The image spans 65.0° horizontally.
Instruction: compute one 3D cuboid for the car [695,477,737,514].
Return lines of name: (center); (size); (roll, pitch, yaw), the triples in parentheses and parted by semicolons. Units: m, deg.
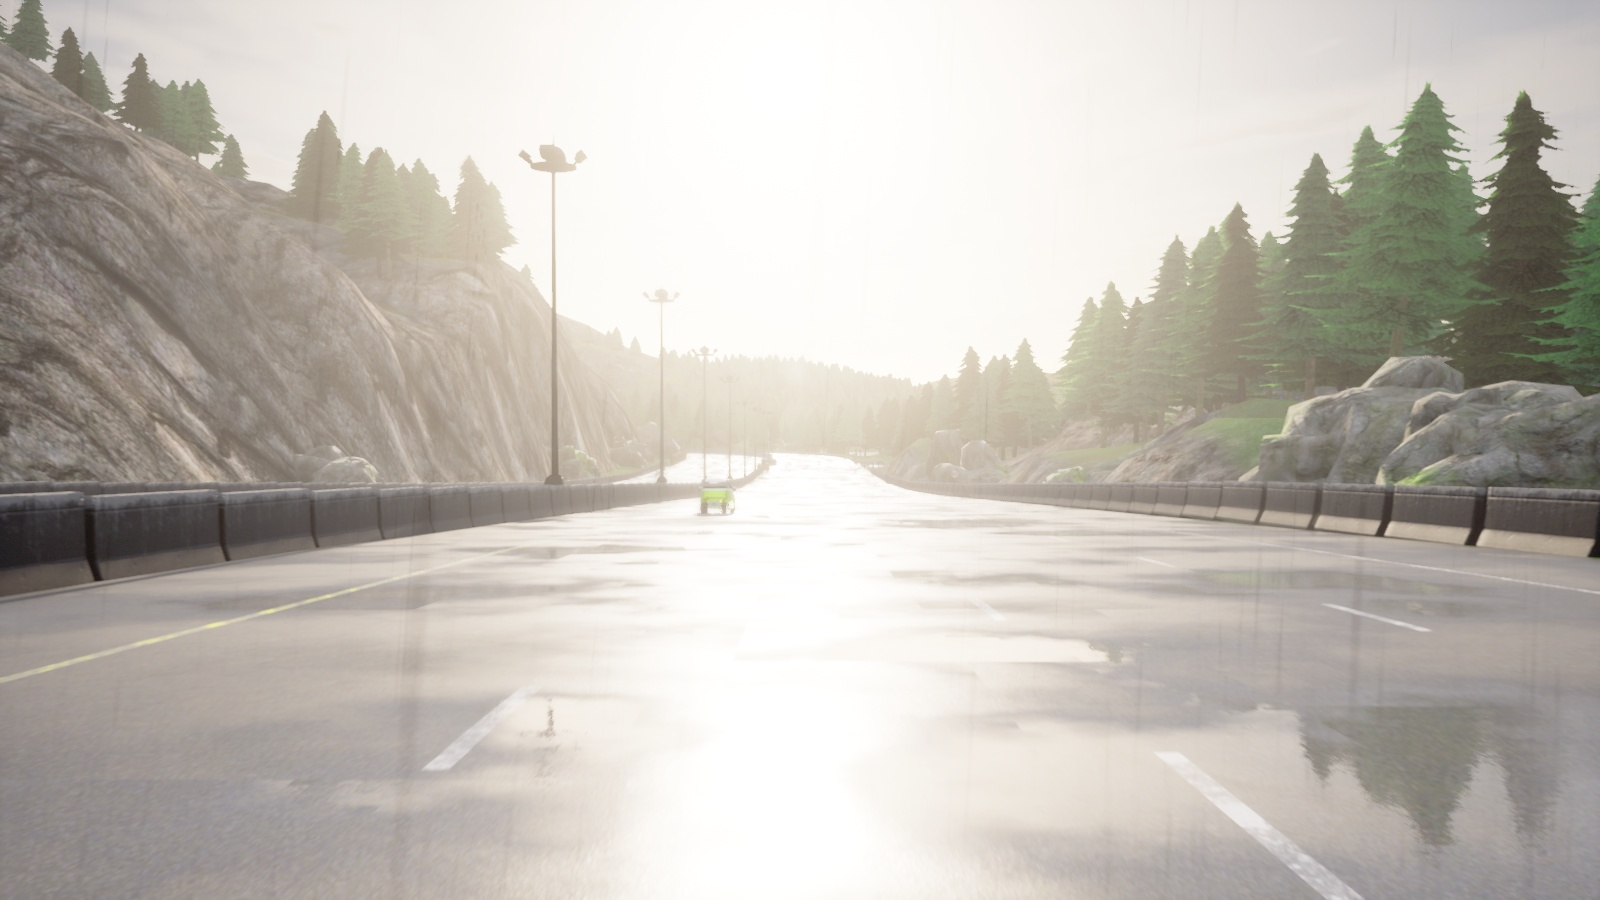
car: (-3.216, 1.740, 48.393); (1.481, 1.376, 2.207); (0, -1, 0)
